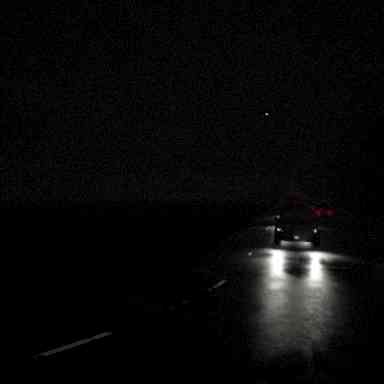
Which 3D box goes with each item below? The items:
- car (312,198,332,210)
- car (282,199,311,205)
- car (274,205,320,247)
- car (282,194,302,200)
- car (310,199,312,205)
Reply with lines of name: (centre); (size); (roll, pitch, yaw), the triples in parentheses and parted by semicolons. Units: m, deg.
car: (17.137, 1.602, 43.660); (1.812, 1.442, 4.674); (0, 0, 17)
car: (7.769, 1.566, 25.259); (1.837, 1.490, 4.892); (0, 0, 17)
car: (4.876, 1.563, 15.596); (1.812, 1.442, 4.674); (0, 0, 17)
car: (10.856, 1.290, 35.524); (2.150, 2.045, 5.566); (0, 0, 17)
car: (20.013, 1.650, 53.592); (1.895, 1.301, 4.718); (0, 0, 17)
